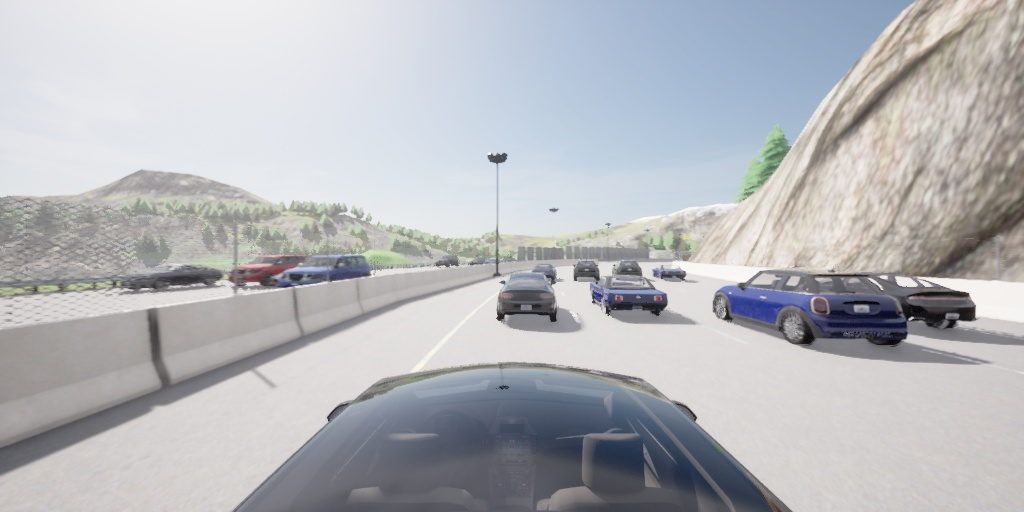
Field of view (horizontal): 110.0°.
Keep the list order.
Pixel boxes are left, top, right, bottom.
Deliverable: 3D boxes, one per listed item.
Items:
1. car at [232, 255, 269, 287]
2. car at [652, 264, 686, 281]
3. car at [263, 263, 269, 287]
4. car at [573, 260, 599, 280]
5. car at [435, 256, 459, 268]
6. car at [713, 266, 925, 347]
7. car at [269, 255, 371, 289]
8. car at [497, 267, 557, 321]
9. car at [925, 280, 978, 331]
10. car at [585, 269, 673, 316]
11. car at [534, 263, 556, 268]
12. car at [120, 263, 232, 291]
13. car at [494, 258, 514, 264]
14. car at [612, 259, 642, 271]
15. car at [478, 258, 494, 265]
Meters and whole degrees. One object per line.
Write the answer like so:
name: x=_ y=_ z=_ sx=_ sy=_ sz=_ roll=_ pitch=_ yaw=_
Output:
car: x=-16.080 y=0.931 z=24.338 sx=2.150 sy=2.045 sz=5.566 roll=0 pitch=0 yaw=7
car: x=13.472 y=1.382 z=31.071 sx=1.895 sy=1.301 sz=4.718 roll=0 pitch=0 yaw=11
car: x=-12.736 y=1.266 z=22.965 sx=2.033 sy=1.411 sz=5.357 roll=0 pitch=0 yaw=7
car: x=6.324 y=1.116 z=30.704 sx=2.097 sy=1.767 sz=4.553 roll=0 pitch=0 yaw=10
car: x=-11.153 y=0.942 z=62.026 sx=2.150 sy=2.045 sz=5.566 roll=0 pitch=0 yaw=18
car: x=7.404 y=1.120 z=9.619 sx=2.097 sy=1.767 sz=4.553 roll=0 pitch=0 yaw=2
car: x=-9.631 y=0.946 z=19.054 sx=2.150 sy=2.045 sz=5.566 roll=0 pitch=0 yaw=6
car: x=0.542 y=1.276 z=12.339 sx=1.812 sy=1.442 sz=4.674 roll=0 pitch=0 yaw=4
car: x=11.001 y=1.268 z=11.253 sx=2.128 sy=1.511 sz=4.902 roll=0 pitch=0 yaw=4
car: x=4.121 y=1.360 z=13.507 sx=1.895 sy=1.301 sz=4.718 roll=0 pitch=0 yaw=4
car: x=2.794 y=1.319 z=30.857 sx=1.994 sy=1.385 sz=4.181 roll=0 pitch=0 yaw=10
car: x=-19.933 y=1.192 z=21.277 sx=2.128 sy=1.511 sz=4.902 roll=0 pitch=0 yaw=7
car: x=-0.726 y=1.097 z=60.100 sx=2.097 sy=1.767 sz=4.553 roll=0 pitch=0 yaw=19
car: x=10.021 y=1.125 z=31.462 sx=2.097 sy=1.767 sz=4.553 roll=0 pitch=0 yaw=10
car: x=-3.544 y=1.216 z=62.694 sx=1.882 sy=1.535 sz=5.008 roll=0 pitch=0 yaw=19
